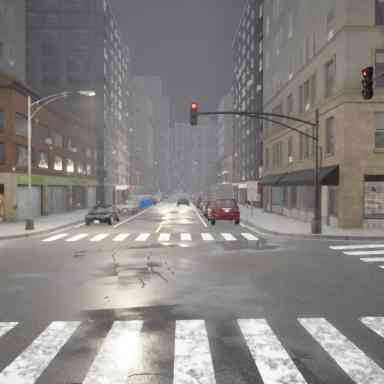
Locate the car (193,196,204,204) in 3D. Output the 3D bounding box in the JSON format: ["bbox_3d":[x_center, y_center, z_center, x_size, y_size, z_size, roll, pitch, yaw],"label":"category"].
[{"bbox_3d":[1.158,1.560,63.220,1.947,1.339,4.313,-1,0,-2],"label":"car"}]

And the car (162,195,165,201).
[{"bbox_3d":[-7.680,1.428,74.153,1.967,1.590,4.097,-1,0,-2],"label":"car"}]

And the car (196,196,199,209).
[{"bbox_3d":[1.760,1.528,41.054,1.752,1.417,4.829,-1,0,-2],"label":"car"}]

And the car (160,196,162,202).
[{"bbox_3d":[-7.374,1.434,62.986,1.967,1.590,4.097,-1,0,-2],"label":"car"}]

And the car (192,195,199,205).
[{"bbox_3d":[1.611,1.316,46.468,2.192,1.841,5.009,-1,0,-2],"label":"car"}]

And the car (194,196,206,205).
[{"bbox_3d":[1.305,1.522,57.806,1.752,1.417,4.829,-1,0,-2],"label":"car"}]

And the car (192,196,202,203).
[{"bbox_3d":[1.007,1.557,68.804,1.947,1.339,4.313,-1,0,-2],"label":"car"}]

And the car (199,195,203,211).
[{"bbox_3d":[2.066,1.319,29.717,2.192,1.841,5.009,-1,0,-2],"label":"car"}]

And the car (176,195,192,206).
[{"bbox_3d":[-1.434,1.504,53.479,1.837,1.490,4.892,0,0,-2],"label":"car"}]

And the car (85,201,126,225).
[{"bbox_3d":[-6.302,1.569,23.900,1.947,1.339,4.313,-1,0,-2],"label":"car"}]

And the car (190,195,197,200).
[{"bbox_3d":[0.400,1.525,91.139,2.008,1.369,4.403,-1,0,-2],"label":"car"}]

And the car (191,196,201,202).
[{"bbox_3d":[0.855,1.538,74.387,2.008,1.369,4.403,-1,0,-2],"label":"car"}]

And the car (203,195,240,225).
[{"bbox_3d":[2.217,1.318,24.133,2.192,1.841,5.009,-1,0,-2],"label":"car"}]

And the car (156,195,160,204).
[{"bbox_3d":[-7.223,1.312,57.403,2.192,1.841,5.009,-1,0,-2],"label":"car"}]

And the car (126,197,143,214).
[{"bbox_3d":[-6.604,1.529,34.898,1.752,1.417,4.829,-1,0,-2],"label":"car"}]

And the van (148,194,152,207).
[{"bbox_3d":[-6.917,1.342,46.235,1.690,1.788,3.998,-1,0,-2],"label":"van"}]

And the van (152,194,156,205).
[{"bbox_3d":[-7.070,1.340,51.819,1.690,1.788,3.998,-1,0,-2],"label":"van"}]

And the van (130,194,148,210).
[{"bbox_3d":[-6.764,1.344,40.651,1.690,1.788,3.998,-1,0,-2],"label":"van"}]

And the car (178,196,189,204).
[{"bbox_3d":[-1.719,1.541,63.897,2.033,1.411,5.357,0,0,-2],"label":"car"}]
